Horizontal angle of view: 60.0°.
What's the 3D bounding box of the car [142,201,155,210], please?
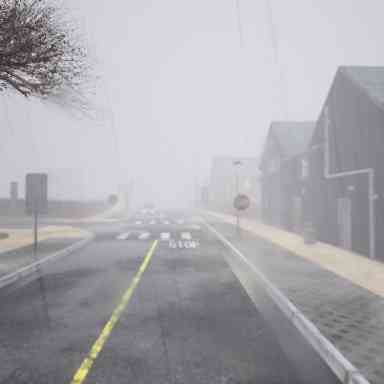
[{"bbox_3d":[-7.194,2.199,54.863,1.994,1.385,4.181,0,-1,-9],"label":"car"}]
